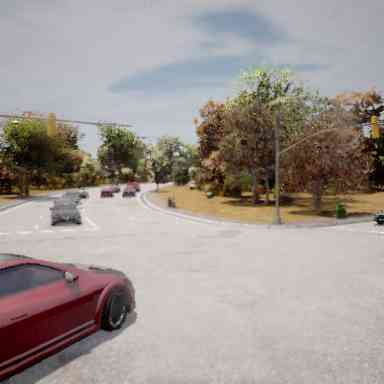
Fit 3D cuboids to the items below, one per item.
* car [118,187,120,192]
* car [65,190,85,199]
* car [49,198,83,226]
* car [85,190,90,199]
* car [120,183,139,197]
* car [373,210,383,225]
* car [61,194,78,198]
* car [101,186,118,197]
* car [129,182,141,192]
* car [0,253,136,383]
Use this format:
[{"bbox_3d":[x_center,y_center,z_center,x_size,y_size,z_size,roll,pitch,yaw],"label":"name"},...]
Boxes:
[{"bbox_3d":[-15.122,-0.538,65.090,1.994,1.385,4.181,0,4,-1],"label":"car"},{"bbox_3d":[-15.093,0.655,41.803,2.097,1.767,4.553,0,3,-14],"label":"car"},{"bbox_3d":[-8.942,1.455,23.586,1.837,1.490,4.892,0,1,-23],"label":"car"},{"bbox_3d":[-17.151,0.310,51.642,1.895,1.301,4.718,0,3,-9],"label":"car"},{"bbox_3d":[-10.530,-0.157,56.154,2.097,1.767,4.553,0,4,-8],"label":"car"},{"bbox_3d":[14.642,1.501,23.086,5.357,1.411,2.033,-1,1,-38],"label":"car"},{"bbox_3d":[-12.274,1.257,32.248,1.812,1.442,4.674,0,2,-19],"label":"car"},{"bbox_3d":[-13.942,0.005,55.114,1.882,1.535,5.008,0,4,-8],"label":"car"},{"bbox_3d":[-11.699,-0.998,67.073,2.150,2.045,5.566,0,4,-1],"label":"car"},{"bbox_3d":[-2.650,1.565,4.701,1.994,1.385,4.181,0,0,27],"label":"car"}]
